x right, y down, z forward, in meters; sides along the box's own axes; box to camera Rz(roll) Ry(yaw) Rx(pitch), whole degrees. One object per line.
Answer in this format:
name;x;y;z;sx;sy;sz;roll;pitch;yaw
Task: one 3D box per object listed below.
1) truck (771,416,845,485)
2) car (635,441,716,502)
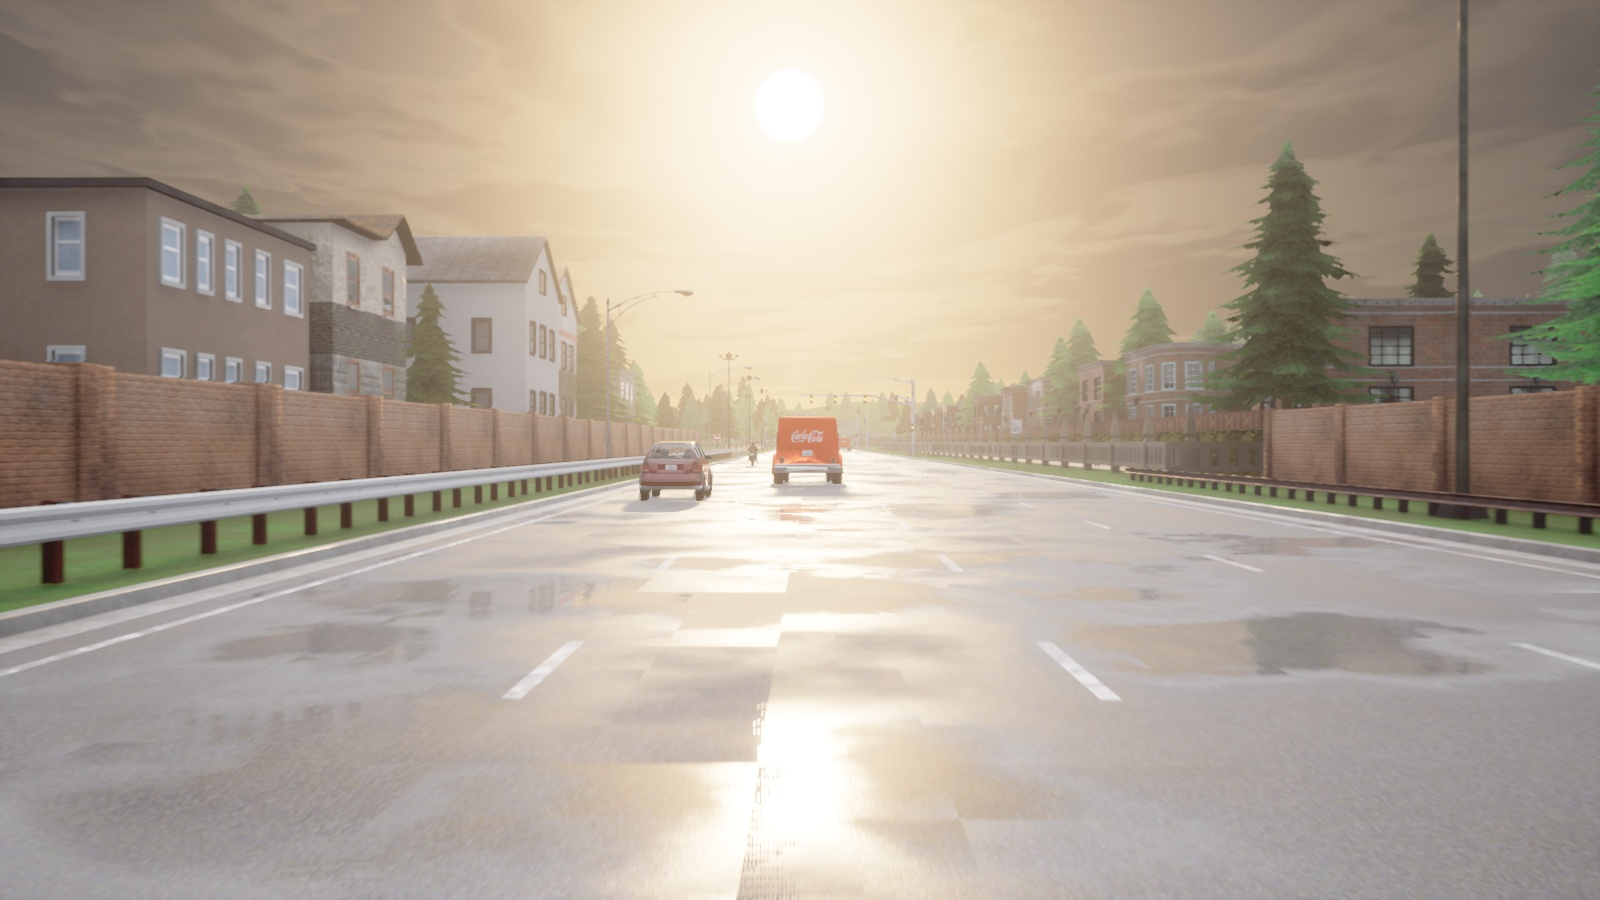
truck;0.284;-0.005;47.246;2.627;2.467;5.204;0;0;0
car;-3.293;0.533;33.826;1.789;1.549;3.705;0;0;0
